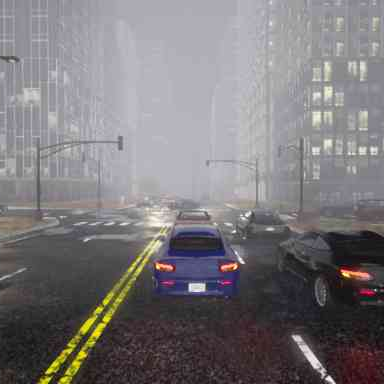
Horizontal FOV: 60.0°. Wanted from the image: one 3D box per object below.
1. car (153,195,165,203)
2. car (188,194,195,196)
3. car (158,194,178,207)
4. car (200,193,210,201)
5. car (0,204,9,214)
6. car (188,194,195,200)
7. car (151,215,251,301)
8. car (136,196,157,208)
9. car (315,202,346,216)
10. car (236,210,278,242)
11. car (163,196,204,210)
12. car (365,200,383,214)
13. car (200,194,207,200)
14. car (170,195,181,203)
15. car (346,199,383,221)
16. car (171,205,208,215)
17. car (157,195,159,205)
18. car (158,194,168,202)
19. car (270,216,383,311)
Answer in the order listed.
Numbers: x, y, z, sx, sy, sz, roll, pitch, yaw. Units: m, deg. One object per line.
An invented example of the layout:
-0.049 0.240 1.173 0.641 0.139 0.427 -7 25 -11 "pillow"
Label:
-6.665 1.448 66.937 1.837 1.490 4.892 0 0 0 "car"
-0.167 1.514 79.142 1.895 1.301 4.718 0 0 0 "car"
-3.447 1.442 49.245 1.882 1.535 5.008 0 0 0 "car"
3.085 1.144 78.733 2.150 2.045 5.566 0 0 0 "car"
-19.744 1.346 31.047 4.892 1.490 1.837 1 1 1 "car"
-0.188 1.267 89.114 1.812 1.442 4.674 0 0 0 "car"
0.084 1.522 8.184 1.812 1.442 4.674 0 0 0 "car"
-6.698 1.513 47.845 2.033 1.411 5.357 0 0 0 "car"
15.031 1.702 33.729 4.718 1.301 1.895 0 1 1 "car"
3.320 1.555 16.190 1.994 1.385 4.181 0 0 -1 "car"
-0.876 1.462 38.180 2.033 1.411 5.357 1 0 25 "car"
21.734 1.643 36.240 4.829 1.417 1.752 1 0 1 "car"
3.062 1.338 89.151 1.895 1.301 4.718 0 0 0 "car"
-3.397 1.418 69.152 1.882 1.535 5.008 0 0 0 "car"
16.144 1.520 27.942 5.009 1.841 2.192 1 0 1 "car"
0.066 1.591 17.350 1.895 1.301 4.718 0 0 0 "car"
-6.702 1.460 57.583 1.837 1.490 4.892 0 0 0 "car"
-6.663 1.285 76.862 2.097 1.767 4.553 0 0 0 "car"
3.336 1.522 7.621 1.812 1.442 4.674 0 0 0 "car"
